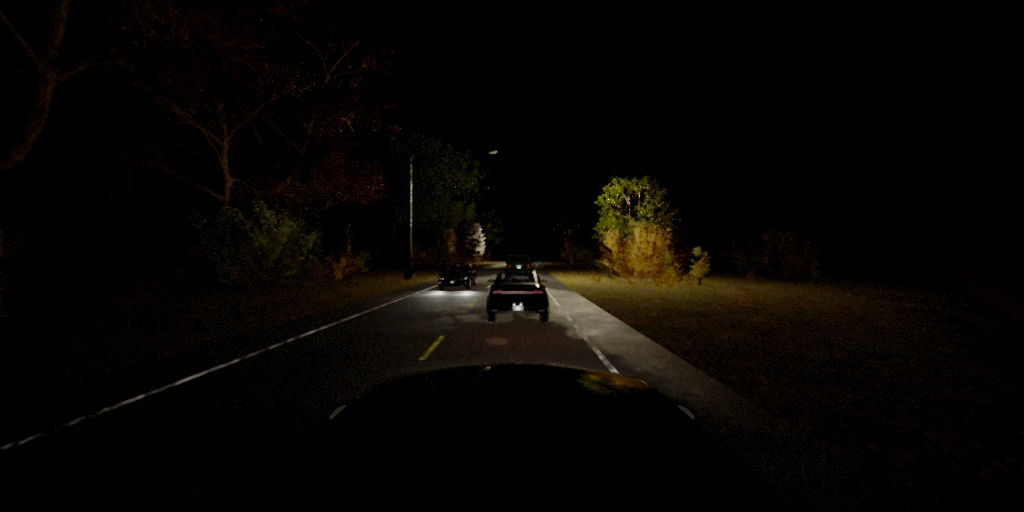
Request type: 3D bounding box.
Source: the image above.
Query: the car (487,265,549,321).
[{"bbox_3d":[0.198,1.226,12.340,2.128,1.511,4.902,0,0,1],"label":"car"}]

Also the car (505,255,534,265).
[{"bbox_3d":[0.605,0.929,29.215,2.150,2.045,5.566,0,0,2],"label":"car"}]

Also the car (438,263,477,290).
[{"bbox_3d":[-3.292,1.220,22.480,1.837,1.490,4.892,0,0,2],"label":"car"}]
